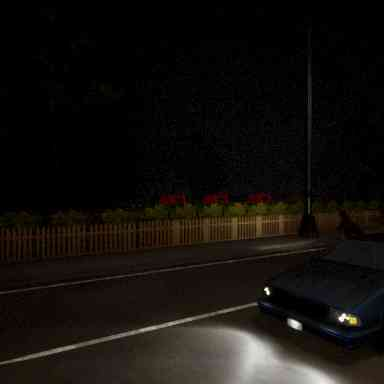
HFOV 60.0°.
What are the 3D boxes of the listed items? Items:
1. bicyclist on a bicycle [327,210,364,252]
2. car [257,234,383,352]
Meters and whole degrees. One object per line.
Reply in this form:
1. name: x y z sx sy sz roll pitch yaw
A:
1. bicyclist on a bicycle: 5.280 1.455 11.253 0.582 1.620 1.656 0 -2 -32
2. car: 3.766 1.547 6.268 5.357 1.411 2.033 0 0 -32
